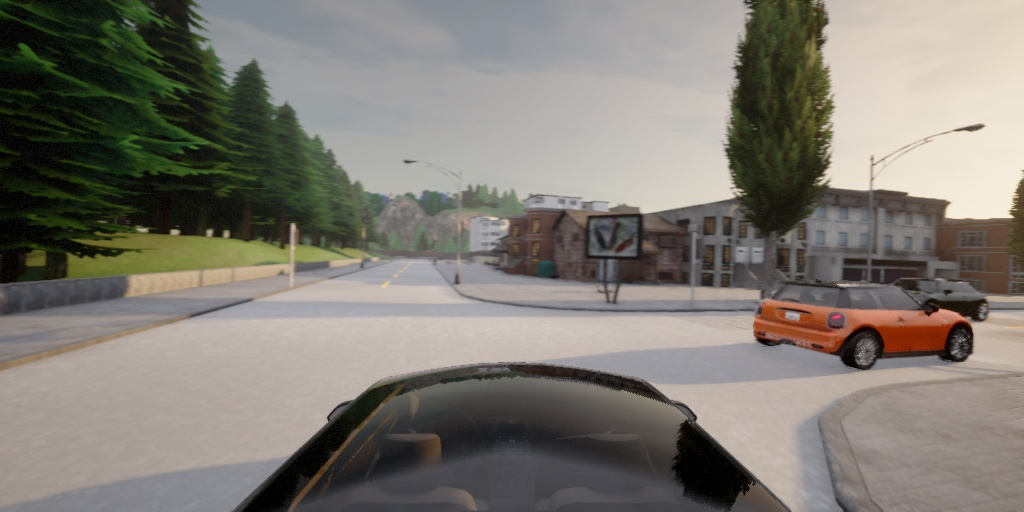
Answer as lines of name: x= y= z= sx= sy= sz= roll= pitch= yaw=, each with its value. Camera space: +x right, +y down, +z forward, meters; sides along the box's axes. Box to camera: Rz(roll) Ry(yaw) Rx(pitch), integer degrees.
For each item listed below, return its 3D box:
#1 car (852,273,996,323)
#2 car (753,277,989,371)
car: x=17.182 y=1.701 z=15.041 sx=4.553 sy=1.767 sz=2.097 roll=2 pitch=0 yaw=-14
car: x=8.092 y=1.385 z=8.346 sx=4.553 sy=1.767 sz=2.097 roll=2 pitch=0 yaw=-16
